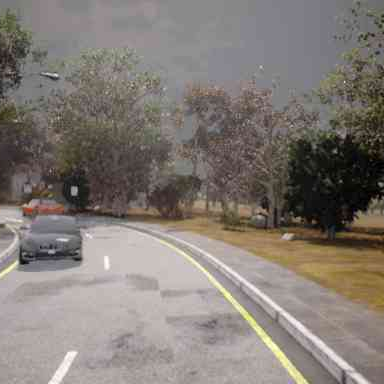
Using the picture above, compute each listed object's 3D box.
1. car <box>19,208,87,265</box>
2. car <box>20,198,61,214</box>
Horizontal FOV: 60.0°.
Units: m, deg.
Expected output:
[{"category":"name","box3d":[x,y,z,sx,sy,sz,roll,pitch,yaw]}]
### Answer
[{"category":"car","box3d":[-4.992,1.546,12.130,1.837,1.490,4.892,1,-1,-20]},{"category":"car","box3d":[-13.349,1.330,29.318,4.553,1.767,2.097,1,0,44]}]
